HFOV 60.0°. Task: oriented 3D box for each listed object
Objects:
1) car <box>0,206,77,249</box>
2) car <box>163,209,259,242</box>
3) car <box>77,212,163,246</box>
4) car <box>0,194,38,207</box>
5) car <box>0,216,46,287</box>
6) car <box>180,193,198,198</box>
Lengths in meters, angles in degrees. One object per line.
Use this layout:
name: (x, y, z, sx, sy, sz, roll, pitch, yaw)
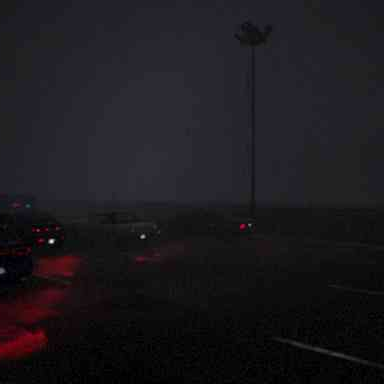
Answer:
car: (-6.983, 1.499, 13.275, 4.892, 1.490, 1.837, 0, 0, 36)
car: (0.576, 1.543, 16.480, 5.357, 1.411, 2.033, 0, 0, 36)
car: (-3.881, 1.596, 15.361, 4.718, 1.301, 1.895, 0, 0, 36)
car: (-15.016, 1.209, 27.607, 5.566, 2.045, 2.150, 0, 0, 36)
car: (-5.957, 1.474, 8.243, 5.008, 1.535, 1.882, 0, 0, 36)
car: (-0.814, 1.188, 83.848, 4.605, 1.855, 1.932, 0, 0, 35)
